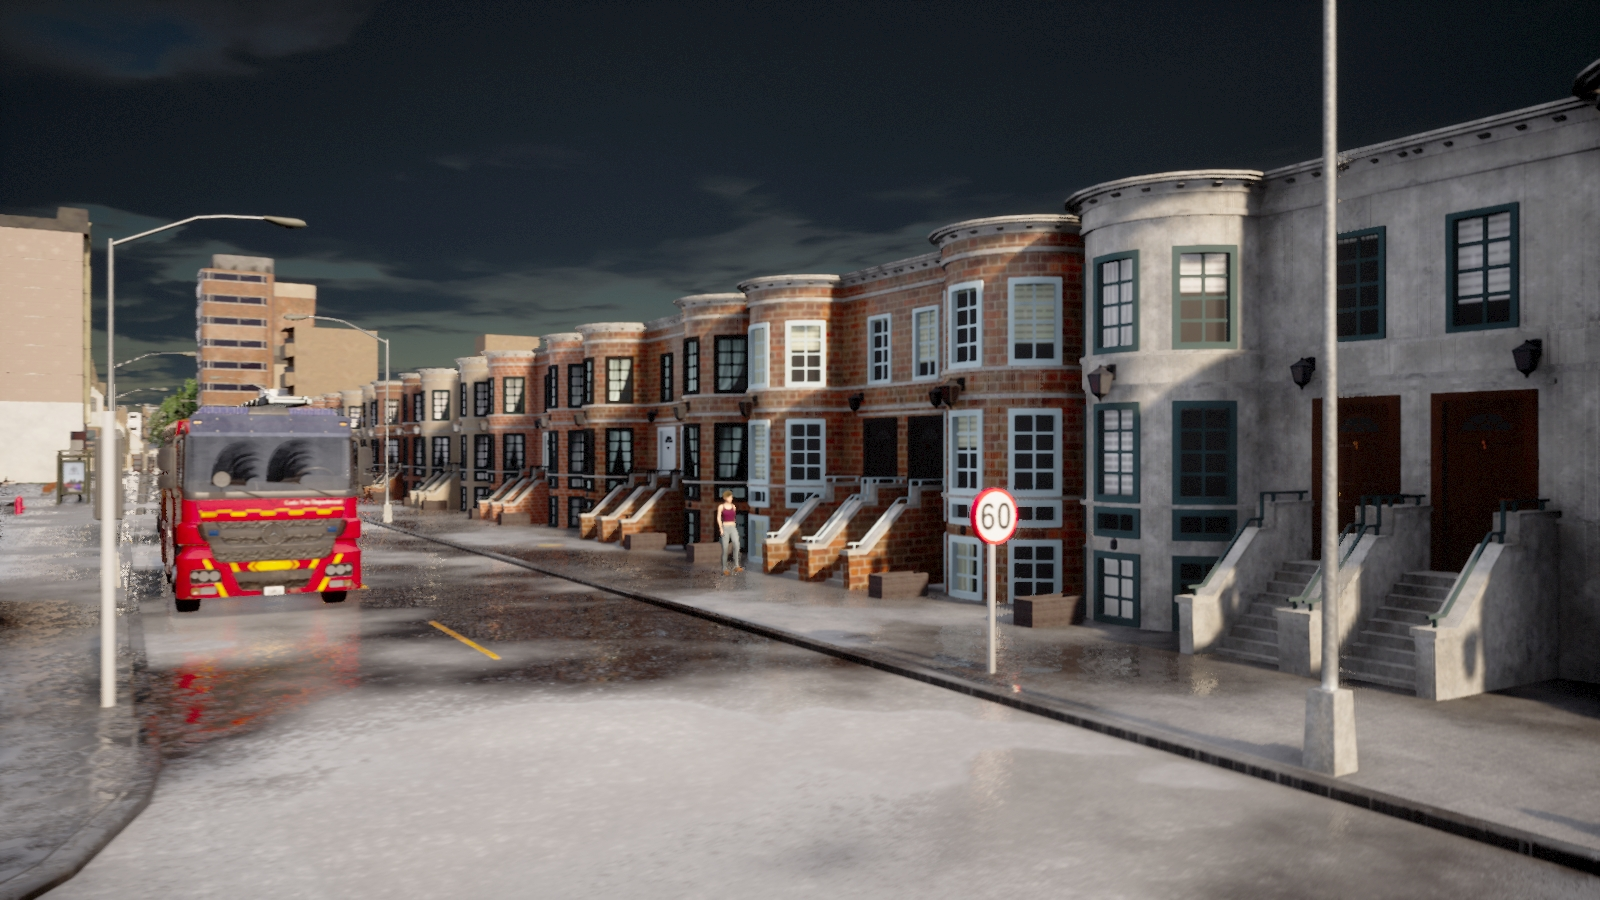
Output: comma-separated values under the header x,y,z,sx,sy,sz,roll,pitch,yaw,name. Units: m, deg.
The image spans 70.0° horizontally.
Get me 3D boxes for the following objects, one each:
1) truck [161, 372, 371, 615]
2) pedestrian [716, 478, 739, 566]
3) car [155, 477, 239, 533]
x,y,z,sx,sy,sz,roll,pitch,yaw,name
-10.716,0.691,22.360,2.891,3.827,8.468,0,0,-31,truck
-1.568,1.545,24.584,0.375,1.860,0.375,0,0,-29,pedestrian
-20.298,1.782,38.382,2.242,1.667,4.611,0,0,-31,car
